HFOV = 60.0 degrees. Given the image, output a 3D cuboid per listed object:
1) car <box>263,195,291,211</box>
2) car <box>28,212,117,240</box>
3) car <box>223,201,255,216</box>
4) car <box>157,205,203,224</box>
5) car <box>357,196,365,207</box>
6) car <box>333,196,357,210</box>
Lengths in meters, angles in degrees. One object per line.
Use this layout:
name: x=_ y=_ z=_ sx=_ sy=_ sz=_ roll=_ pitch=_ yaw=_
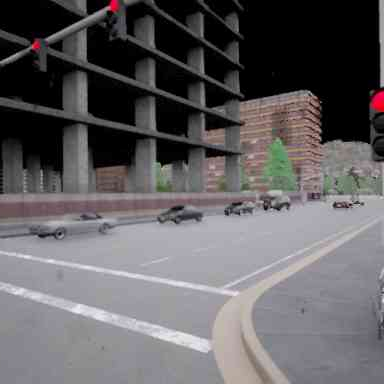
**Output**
car: x=11.344 y=1.461 z=44.202 sx=2.150 sy=2.045 sz=5.566 roll=-1 pitch=-1 yaw=35
car: x=-6.621 y=1.837 z=18.872 sx=1.895 sy=1.301 sz=4.718 roll=-1 pitch=-1 yaw=35
car: x=5.131 y=1.744 z=35.481 sx=1.837 sy=1.490 sz=4.892 roll=-1 pitch=-1 yaw=35
car: x=-0.855 y=1.763 z=27.011 sx=1.812 sy=1.442 sz=4.674 roll=-1 pitch=-1 yaw=36
car: x=25.818 y=1.470 z=52.285 sx=2.097 sy=1.767 sz=4.553 roll=-1 pitch=-1 yaw=35
car: x=20.128 y=1.595 z=44.240 sx=1.882 sy=1.535 sz=5.008 roll=-1 pitch=-1 yaw=35
